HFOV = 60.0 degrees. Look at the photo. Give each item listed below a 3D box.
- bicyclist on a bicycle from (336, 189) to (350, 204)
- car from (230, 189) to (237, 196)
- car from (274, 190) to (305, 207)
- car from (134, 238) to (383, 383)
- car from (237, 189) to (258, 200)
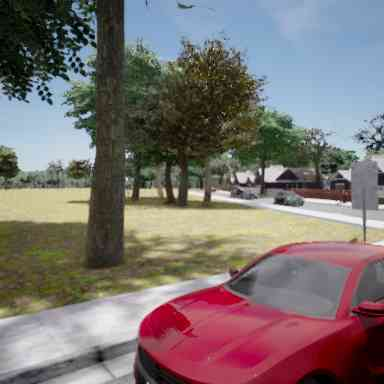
[{"bbox_3d":[17.103,0.537,37.741,1.656,1.620,0.582,-1,1,-7],"label":"bicyclist on a bicycle"},{"bbox_3d":[9.667,0.137,72.366,1.837,1.490,4.892,-1,1,-7],"label":"car"},{"bbox_3d":[11.126,0.684,38.303,2.097,1.767,4.553,-1,1,-7],"label":"car"},{"bbox_3d":[1.685,1.436,4.309,5.008,1.535,1.882,-1,0,-36],"label":"car"},{"bbox_3d":[9.184,0.613,53.812,1.994,1.385,4.181,-1,1,-7],"label":"car"}]
